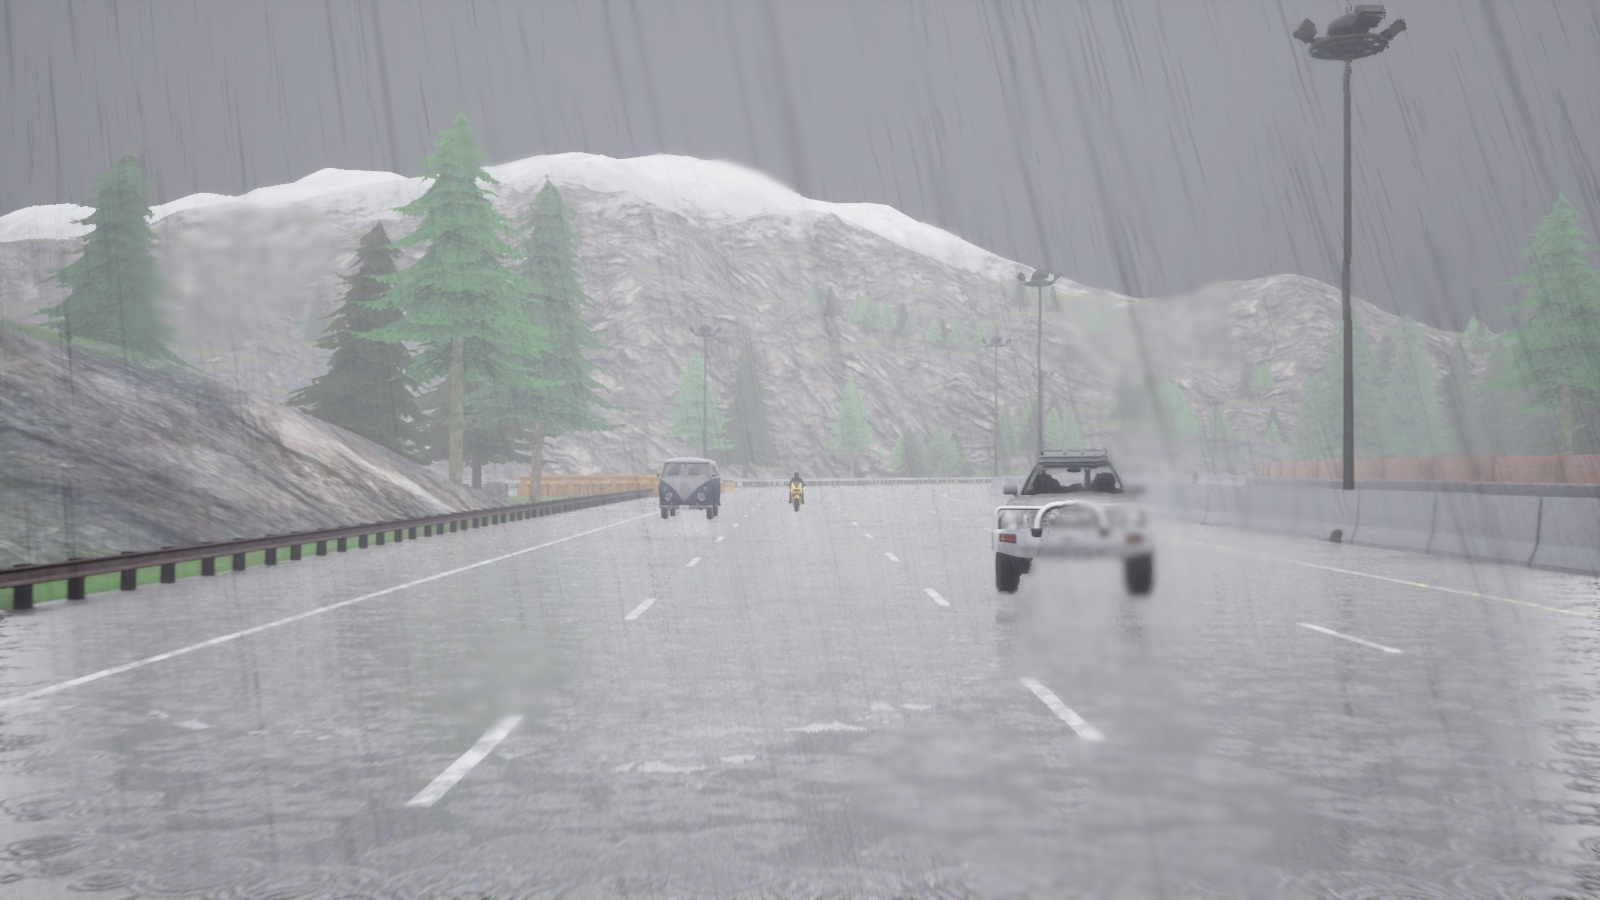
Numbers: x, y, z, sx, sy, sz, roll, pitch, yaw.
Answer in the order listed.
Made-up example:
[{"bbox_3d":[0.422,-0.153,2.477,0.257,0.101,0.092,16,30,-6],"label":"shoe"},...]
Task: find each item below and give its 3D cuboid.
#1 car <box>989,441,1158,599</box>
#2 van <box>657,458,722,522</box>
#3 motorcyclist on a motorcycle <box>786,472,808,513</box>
[{"bbox_3d":[3.784,0.907,17.220,1.932,1.855,4.605,-1,-2,14],"label":"car"},{"bbox_3d":[-3.602,1.276,41.497,1.775,1.987,4.442,0,-1,0],"label":"van"},{"bbox_3d":[-0.115,1.591,47.462,0.797,1.523,2.044,0,-1,0],"label":"motorcyclist on a motorcycle"}]
